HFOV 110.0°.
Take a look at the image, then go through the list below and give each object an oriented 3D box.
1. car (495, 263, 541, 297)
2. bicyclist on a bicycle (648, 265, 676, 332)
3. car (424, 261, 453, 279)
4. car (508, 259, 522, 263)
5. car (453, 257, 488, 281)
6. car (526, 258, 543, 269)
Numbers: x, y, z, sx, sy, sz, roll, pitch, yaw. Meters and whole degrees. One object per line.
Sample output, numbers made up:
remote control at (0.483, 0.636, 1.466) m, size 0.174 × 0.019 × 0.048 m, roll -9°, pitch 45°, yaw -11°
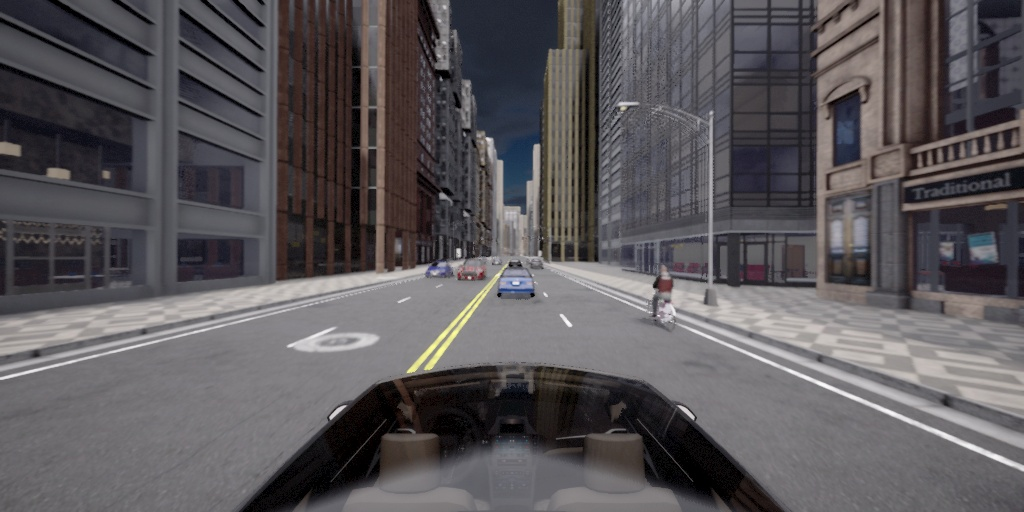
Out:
car at (0.205, 1.285, 18.890) m, size 2.033 × 1.411 × 5.357 m, roll 0°, pitch 0°, yaw 0°
bicyclist on a bicycle at (4.191, 1.140, 10.130) m, size 0.659 × 1.776 × 1.843 m, roll 0°, pitch 0°, yaw 0°
car at (-6.400, 1.207, 32.060) m, size 1.812 × 1.442 × 4.674 m, roll 0°, pitch 0°, yaw 0°
car at (0.418, 1.145, 49.390) m, size 1.882 × 1.535 × 5.008 m, roll 0°, pitch 0°, yaw 0°
car at (-3.170, 1.057, 29.130) m, size 2.097 × 1.767 × 4.553 m, roll 0°, pitch 0°, yaw 0°
car at (3.701, 1.157, 54.528) m, size 2.128 × 1.511 × 4.902 m, roll 0°, pitch 0°, yaw 0°
